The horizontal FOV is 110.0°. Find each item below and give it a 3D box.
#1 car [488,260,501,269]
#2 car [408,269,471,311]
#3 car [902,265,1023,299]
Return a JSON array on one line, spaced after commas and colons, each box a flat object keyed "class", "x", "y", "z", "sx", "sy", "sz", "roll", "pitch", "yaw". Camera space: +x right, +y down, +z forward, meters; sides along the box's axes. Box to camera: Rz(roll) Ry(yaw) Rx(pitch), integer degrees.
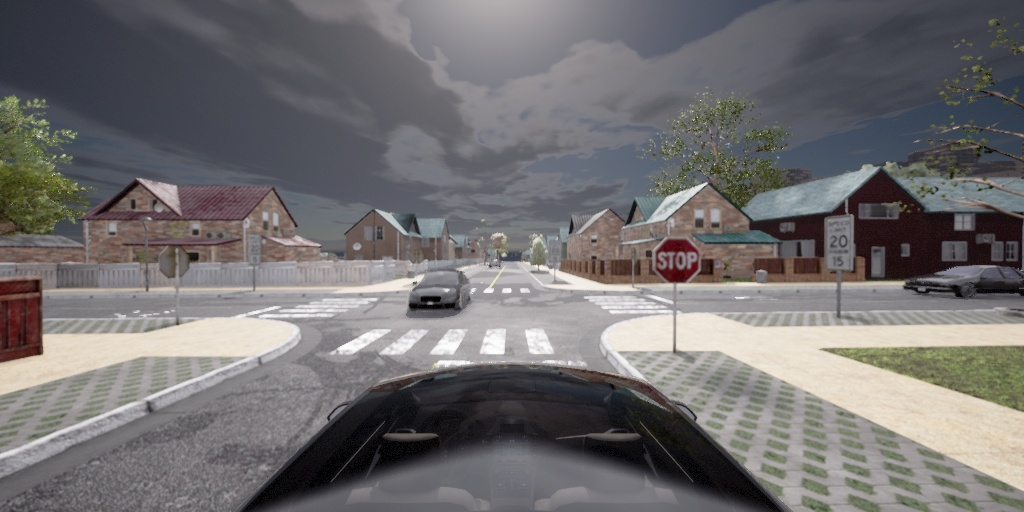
[{"class": "car", "x": -2.774, "y": 1.290, "z": 59.045, "sx": 1.994, "sy": 1.385, "sz": 4.181, "roll": 0, "pitch": 0, "yaw": 0}, {"class": "car", "x": -2.759, "y": 1.311, "z": 14.524, "sx": 1.837, "sy": 1.490, "sz": 4.892, "roll": 0, "pitch": 1, "yaw": 0}, {"class": "car", "x": 21.576, "y": 1.150, "z": 16.628, "sx": 5.357, "sy": 1.411, "sz": 2.033, "roll": 0, "pitch": 1, "yaw": -2}]
